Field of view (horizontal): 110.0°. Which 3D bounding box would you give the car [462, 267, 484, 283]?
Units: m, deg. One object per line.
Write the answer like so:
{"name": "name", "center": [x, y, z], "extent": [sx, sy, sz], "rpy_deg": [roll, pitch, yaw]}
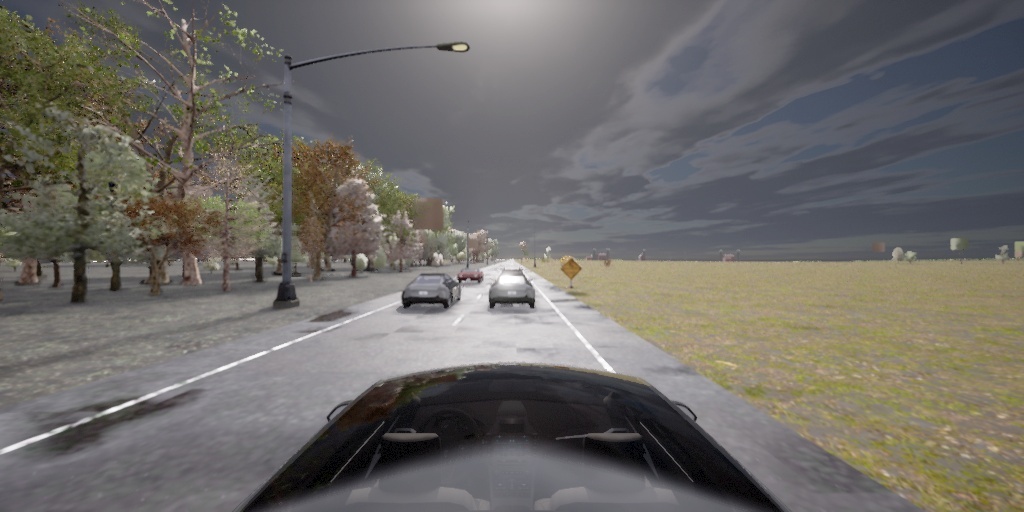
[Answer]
{"name": "car", "center": [-3.493, 1.628, 30.970], "extent": [1.895, 1.301, 4.718], "rpy_deg": [0, -1, 0]}

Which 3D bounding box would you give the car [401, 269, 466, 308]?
{"name": "car", "center": [-3.493, 1.450, 16.150], "extent": [1.994, 1.385, 4.181], "rpy_deg": [0, -1, 0]}

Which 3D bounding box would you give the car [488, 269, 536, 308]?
{"name": "car", "center": [0.006, 1.451, 16.184], "extent": [1.994, 1.385, 4.181], "rpy_deg": [0, 0, 0]}

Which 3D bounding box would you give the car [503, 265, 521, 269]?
{"name": "car", "center": [0.009, 1.521, 31.160], "extent": [2.128, 1.511, 4.902], "rpy_deg": [0, 0, 0]}

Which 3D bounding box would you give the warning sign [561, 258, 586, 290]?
{"name": "warning sign", "center": [3.554, 1.051, 21.390], "extent": [1.300, 1.860, 1.060], "rpy_deg": [0, 0, 0]}
